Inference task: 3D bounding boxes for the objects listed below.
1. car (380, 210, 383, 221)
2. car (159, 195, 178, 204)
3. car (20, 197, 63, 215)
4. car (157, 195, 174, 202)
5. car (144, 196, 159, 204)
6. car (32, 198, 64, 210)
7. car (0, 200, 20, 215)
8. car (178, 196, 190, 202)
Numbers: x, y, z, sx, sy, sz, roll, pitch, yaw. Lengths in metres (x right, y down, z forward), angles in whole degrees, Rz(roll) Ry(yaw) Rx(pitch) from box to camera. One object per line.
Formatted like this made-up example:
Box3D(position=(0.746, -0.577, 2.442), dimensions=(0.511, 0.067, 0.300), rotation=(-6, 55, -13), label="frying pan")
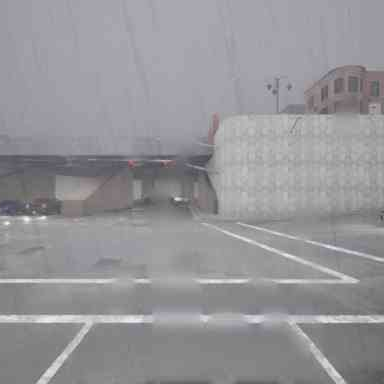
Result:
Box3D(position=(12.789, 0.873, 18.181), dimensions=(4.674, 1.442, 1.812), rotation=(-7, 0, -1), label="car")
Box3D(position=(-4.573, 1.491, 65.123), dimensions=(2.128, 1.511, 4.902), rotation=(0, 0, 4), label="car")
Box3D(position=(-14.844, 1.352, 33.386), dimensions=(2.097, 1.767, 4.553), rotation=(0, 0, -2), label="car")
Box3D(position=(-5.945, 1.500, 75.392), dimensions=(1.837, 1.490, 4.892), rotation=(0, 0, 24), label="car")
Box3D(position=(-8.093, 1.547, 64.960), dimensions=(2.033, 1.411, 5.357), rotation=(0, 0, 4), label="car")
Box3D(position=(-18.614, 1.547, 43.350), dimensions=(2.033, 1.411, 5.357), rotation=(0, 0, -2), label="car")
Box3D(position=(-18.356, 1.526, 33.706), dimensions=(1.812, 1.442, 4.674), rotation=(0, 0, -2), label="car")
Box3D(position=(-2.265, 1.524, 75.136), dimensions=(1.812, 1.442, 4.674), rotation=(0, 0, 28), label="car")
